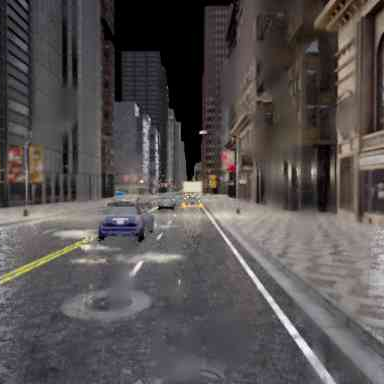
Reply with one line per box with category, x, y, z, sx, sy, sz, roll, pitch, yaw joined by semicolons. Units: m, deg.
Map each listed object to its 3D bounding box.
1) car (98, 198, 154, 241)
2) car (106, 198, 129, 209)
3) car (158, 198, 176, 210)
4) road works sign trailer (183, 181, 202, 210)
car;-3.149;1.345;16.730;2.097;1.767;4.553;0;0;0
car;-9.808;1.526;44.002;1.895;1.301;4.718;0;0;1
car;-3.149;1.496;42.207;1.994;1.385;4.181;0;0;0
road works sign trailer;0.068;0.402;40.826;2.380;3.560;2.880;0;0;0
